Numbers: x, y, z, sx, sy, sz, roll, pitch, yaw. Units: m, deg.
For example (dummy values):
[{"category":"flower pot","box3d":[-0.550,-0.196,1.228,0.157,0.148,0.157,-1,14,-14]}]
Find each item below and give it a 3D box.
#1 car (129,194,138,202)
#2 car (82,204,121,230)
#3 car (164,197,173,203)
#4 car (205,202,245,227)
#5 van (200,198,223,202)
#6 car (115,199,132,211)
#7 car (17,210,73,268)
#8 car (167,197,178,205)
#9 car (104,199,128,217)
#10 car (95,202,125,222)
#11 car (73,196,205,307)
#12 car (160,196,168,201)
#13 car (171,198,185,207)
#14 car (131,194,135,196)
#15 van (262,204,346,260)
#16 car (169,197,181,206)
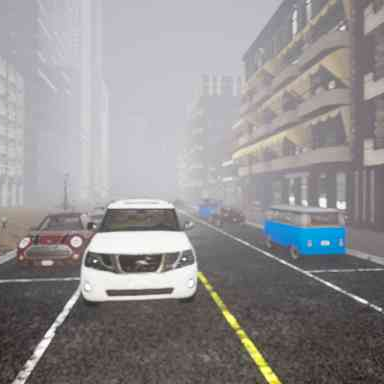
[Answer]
[{"category":"car","box3d":[-15.409,1.572,87.742,2.192,1.841,5.009,0,0,-8]},{"category":"car","box3d":[-5.892,1.592,22.153,2.008,1.369,4.403,0,0,-8]},{"category":"car","box3d":[-5.529,1.801,78.013,1.887,1.381,4.507,0,0,-8]},{"category":"car","box3d":[2.402,1.627,23.357,1.887,1.381,4.507,0,0,-8]},{"category":"van","box3d":[1.609,1.438,28.823,1.690,1.788,3.998,0,0,-8]},{"category":"car","box3d":[-9.064,1.668,44.017,1.947,1.339,4.313,0,0,-8]},{"category":"car","box3d":[-4.306,1.453,11.224,1.967,1.590,4.097,0,0,-8]},{"category":"car","box3d":[-3.968,1.742,67.250,1.752,1.417,4.829,0,0,-8]},{"category":"car","box3d":[-7.478,1.511,33.086,1.967,1.590,4.097,0,0,-8]},{"category":"car","box3d":[-6.686,1.607,27.620,2.008,1.369,4.403,0,0,-8]},{"category":"car","box3d":[-1.285,1.240,8.465,2.150,2.045,5.566,0,0,-8]},{"category":"car","box3d":[-7.909,1.865,94.409,1.887,1.381,4.507,0,0,-8]},{"category":"car","box3d":[-2.356,1.744,56.151,1.947,1.339,4.313,0,0,-8]},{"category":"car","box3d":[-13.823,1.781,76.811,1.947,1.339,4.313,0,0,-8]},{"category":"van","box3d":[3.988,1.395,12.427,1.690,1.788,3.998,0,0,-8]},{"category":"car","box3d":[-3.174,1.722,61.784,1.752,1.417,4.829,0,0,-8]}]
